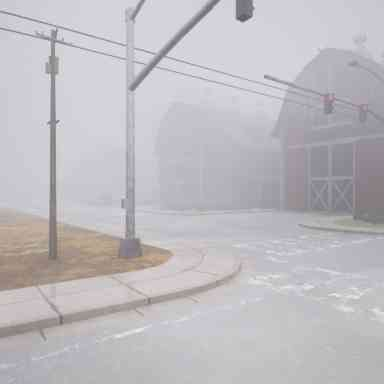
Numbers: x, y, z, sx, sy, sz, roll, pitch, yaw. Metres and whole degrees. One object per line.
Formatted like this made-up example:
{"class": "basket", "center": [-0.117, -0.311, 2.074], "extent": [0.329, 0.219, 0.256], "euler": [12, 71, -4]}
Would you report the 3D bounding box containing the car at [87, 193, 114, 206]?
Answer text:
{"class": "car", "center": [-13.870, 1.119, 50.555], "extent": [3.866, 1.878, 1.905], "euler": [-2, 5, 11]}
